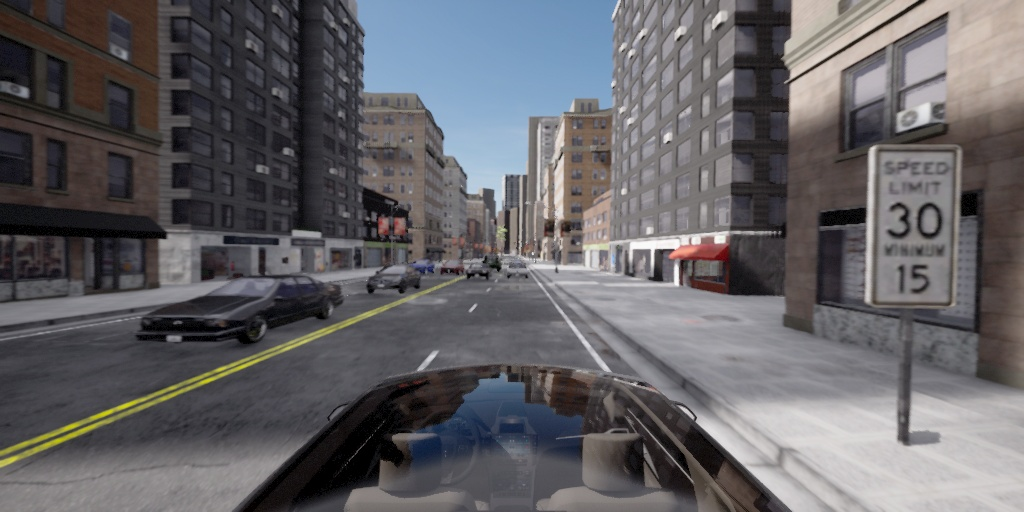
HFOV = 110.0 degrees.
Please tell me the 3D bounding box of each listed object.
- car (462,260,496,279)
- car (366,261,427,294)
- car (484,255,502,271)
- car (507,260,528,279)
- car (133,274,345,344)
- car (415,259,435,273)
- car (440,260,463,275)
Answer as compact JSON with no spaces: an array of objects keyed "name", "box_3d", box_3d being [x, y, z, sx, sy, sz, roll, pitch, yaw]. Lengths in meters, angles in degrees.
[{"name":"car","box_3d":[-2.765,1.284,31.094,1.895,1.301,4.718,1,0,1]},{"name":"car","box_3d":[-6.338,1.181,19.787,1.812,1.442,4.674,1,0,1]},{"name":"car","box_3d":[-2.519,0.878,46.391,2.150,2.045,5.566,1,0,1]},{"name":"car","box_3d":[0.518,1.320,32.623,1.895,1.301,4.718,1,0,1]},{"name":"car","box_3d":[-6.501,1.213,9.599,2.033,1.411,5.357,1,0,1]},{"name":"car","box_3d":[-9.236,1.096,36.658,1.882,1.535,5.008,1,0,1]},{"name":"car","box_3d":[-5.987,1.134,36.608,1.882,1.535,5.008,1,0,1]}]
